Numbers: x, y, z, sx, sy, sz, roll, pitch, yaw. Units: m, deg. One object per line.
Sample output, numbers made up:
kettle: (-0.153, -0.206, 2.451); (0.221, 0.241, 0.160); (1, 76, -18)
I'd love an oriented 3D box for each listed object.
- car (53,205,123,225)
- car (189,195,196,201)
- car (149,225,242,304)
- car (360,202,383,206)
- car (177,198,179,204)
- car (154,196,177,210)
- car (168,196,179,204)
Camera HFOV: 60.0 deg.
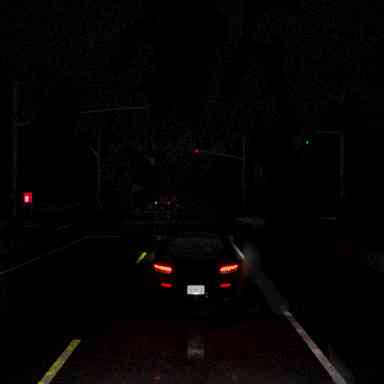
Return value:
car: (-7.350, 1.611, 23.923); (4.718, 1.301, 1.895); (0, 0, -14)
car: (0.123, 1.525, 80.843); (2.128, 1.511, 4.902); (0, 0, 0)
car: (0.085, 1.526, 8.048); (1.812, 1.442, 4.674); (0, 0, 0)
car: (15.583, 1.528, 28.601); (5.357, 1.411, 2.033); (0, 0, -6)
car: (-3.513, 1.526, 52.181); (1.812, 1.442, 4.674); (0, 0, 0)
car: (-3.527, 1.352, 42.348); (2.097, 1.767, 4.553); (0, 0, 2)
car: (-3.469, 1.526, 62.259); (1.812, 1.442, 4.674); (0, 0, 1)
